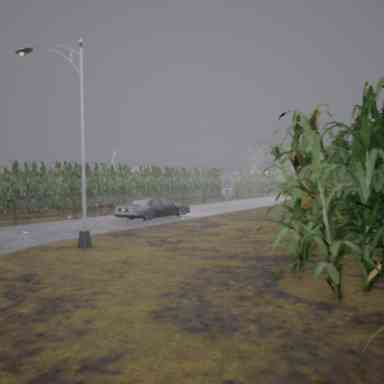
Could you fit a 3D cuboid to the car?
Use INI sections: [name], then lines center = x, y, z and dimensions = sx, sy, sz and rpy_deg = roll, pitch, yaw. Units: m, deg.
[car]
center = -2.393, 1.014, 21.023
dimensions = 2.033, 1.411, 5.357
rpy_deg = 1, 2, 38
